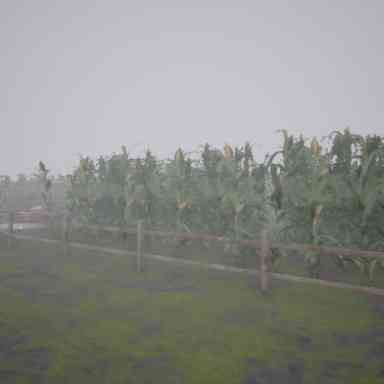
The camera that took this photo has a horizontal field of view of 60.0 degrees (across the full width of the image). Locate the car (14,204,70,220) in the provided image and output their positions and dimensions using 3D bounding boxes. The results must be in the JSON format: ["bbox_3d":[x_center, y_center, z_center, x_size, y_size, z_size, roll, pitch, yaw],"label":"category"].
[{"bbox_3d":[-11.935,1.666,26.808,1.994,1.385,4.181,-1,-1,36],"label":"car"}]
